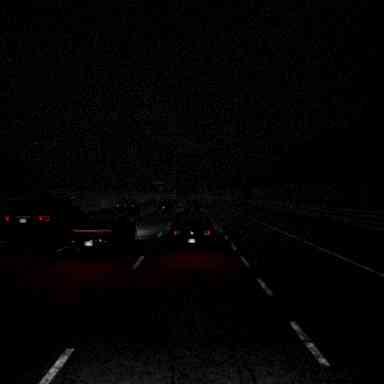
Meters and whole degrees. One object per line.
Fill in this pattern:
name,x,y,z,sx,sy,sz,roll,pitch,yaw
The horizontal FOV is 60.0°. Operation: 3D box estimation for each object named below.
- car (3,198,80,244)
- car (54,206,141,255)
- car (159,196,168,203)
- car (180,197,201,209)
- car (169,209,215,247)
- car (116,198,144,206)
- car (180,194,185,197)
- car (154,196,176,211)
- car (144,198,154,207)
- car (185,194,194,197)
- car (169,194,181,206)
car,-6.999,1.294,16.449,2.150,2.045,5.566,0,0,0
car,-3.501,1.553,13.694,2.128,1.511,4.902,0,0,0
car,-6.991,1.778,81.214,1.812,1.442,4.674,0,0,0
car,0.003,1.625,37.980,2.128,1.511,4.902,0,0,0
car,0.001,1.668,15.493,1.895,1.301,4.718,0,0,0
car,-6.999,1.484,37.010,2.097,1.767,4.553,0,0,0
car,-3.491,1.793,81.211,2.033,1.411,5.357,0,0,0
car,-3.495,1.653,43.375,1.837,1.490,4.892,0,0,0
car,-6.995,1.669,55.972,2.128,1.511,4.902,0,0,0
car,0.008,1.678,64.077,1.882,1.535,5.008,0,0,0
car,-3.493,1.668,60.479,1.882,1.535,5.008,0,0,0
